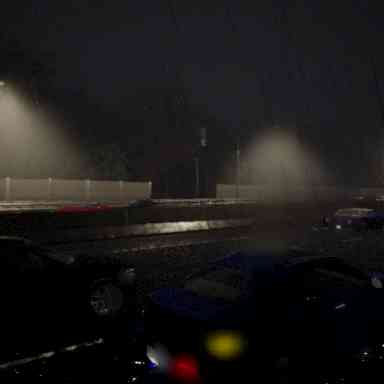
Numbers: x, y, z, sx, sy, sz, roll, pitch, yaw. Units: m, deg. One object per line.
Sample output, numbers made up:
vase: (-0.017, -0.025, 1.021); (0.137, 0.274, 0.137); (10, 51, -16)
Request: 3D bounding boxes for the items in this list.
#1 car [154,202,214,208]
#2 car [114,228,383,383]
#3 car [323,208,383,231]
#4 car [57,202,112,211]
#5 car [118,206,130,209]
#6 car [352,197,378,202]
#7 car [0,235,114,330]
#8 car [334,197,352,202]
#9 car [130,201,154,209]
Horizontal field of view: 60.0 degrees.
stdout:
car: (-0.060, 1.498, 25.441); (4.902, 1.511, 2.128); (0, 0, -35)
car: (1.479, 1.526, 4.799); (4.674, 1.442, 1.812); (0, 0, -35)
car: (9.745, 1.603, 19.290); (4.718, 1.301, 1.895); (0, 0, -36)
car: (-10.047, 1.613, 31.216); (4.718, 1.301, 1.895); (0, 0, -35)
car: (-4.592, 1.535, 30.808); (4.674, 1.442, 1.812); (0, 0, -35)
car: (28.683, 1.565, 54.445); (4.674, 1.442, 1.812); (0, 0, -35)
car: (-3.350, 1.481, 5.651); (5.008, 1.535, 1.882); (0, 0, -36)
car: (26.249, 1.566, 57.007); (4.674, 1.442, 1.812); (0, 0, -35)
car: (-2.172, 1.556, 28.235); (5.357, 1.411, 2.033); (0, 0, -35)
